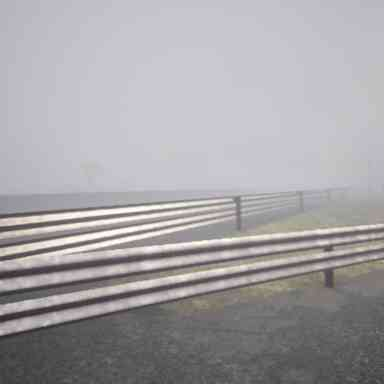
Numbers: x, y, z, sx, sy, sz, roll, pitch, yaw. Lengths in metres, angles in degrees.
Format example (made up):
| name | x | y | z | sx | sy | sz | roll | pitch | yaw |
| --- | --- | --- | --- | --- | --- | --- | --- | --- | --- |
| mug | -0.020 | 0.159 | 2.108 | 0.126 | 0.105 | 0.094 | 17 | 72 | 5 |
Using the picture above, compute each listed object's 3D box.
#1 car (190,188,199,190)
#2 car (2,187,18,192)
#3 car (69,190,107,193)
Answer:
| name | x | y | z | sx | sy | sz | roll | pitch | yaw |
| --- | --- | --- | --- | --- | --- | --- | --- | --- | --- |
| car | 0.495 | 0.184 | 53.634 | 1.837 | 1.490 | 4.892 | 0 | 1 | 32 |
| car | -32.921 | -0.647 | 59.063 | 1.895 | 1.301 | 4.718 | -1 | 3 | 12 |
| car | -10.430 | 0.581 | 36.212 | 1.882 | 1.535 | 5.008 | 0 | 1 | 32 |
